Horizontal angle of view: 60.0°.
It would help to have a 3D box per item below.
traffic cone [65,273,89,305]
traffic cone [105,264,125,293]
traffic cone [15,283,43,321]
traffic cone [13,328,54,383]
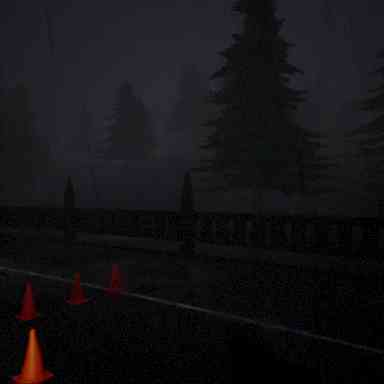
[{"bbox_3d":[-2.360,1.955,6.831,0.340,0.580,0.340,0,0,36],"label":"traffic cone"},{"bbox_3d":[-1.769,1.953,7.638,0.340,0.580,0.340,0,0,36],"label":"traffic cone"},{"bbox_3d":[-2.950,1.956,6.024,0.340,0.580,0.340,0,0,36],"label":"traffic cone"},{"bbox_3d":[-1.926,1.956,4.036,0.340,0.580,0.340,0,0,36],"label":"traffic cone"}]
